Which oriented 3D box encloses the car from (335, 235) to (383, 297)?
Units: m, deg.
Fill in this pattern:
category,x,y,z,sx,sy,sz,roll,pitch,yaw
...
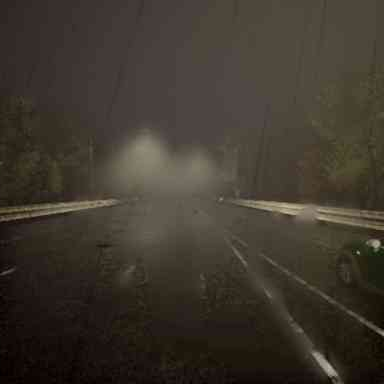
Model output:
category,x,y,z,sx,sy,sz,roll,pitch,yaw
car,4.754,1.367,6.490,2.097,1.767,4.553,0,0,-5
